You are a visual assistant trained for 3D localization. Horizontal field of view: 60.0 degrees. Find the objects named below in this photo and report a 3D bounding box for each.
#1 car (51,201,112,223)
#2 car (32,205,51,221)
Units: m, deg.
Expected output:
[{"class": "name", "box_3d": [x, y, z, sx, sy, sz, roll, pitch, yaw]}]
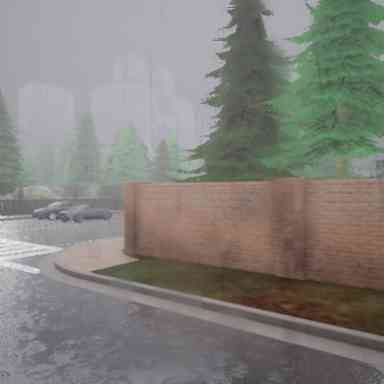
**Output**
[{"class": "car", "box_3d": [-8.281, 1.606, 25.825, 1.994, 1.385, 4.181, 0, 0, 35]}, {"class": "car", "box_3d": [-10.960, 1.554, 28.099, 1.837, 1.490, 4.892, 0, 0, 35]}]
